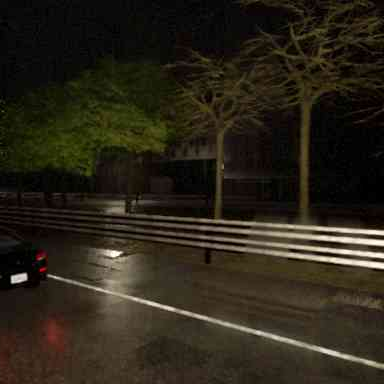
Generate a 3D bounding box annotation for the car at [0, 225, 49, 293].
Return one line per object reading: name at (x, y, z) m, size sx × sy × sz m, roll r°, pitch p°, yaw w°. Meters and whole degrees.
car at (-5.170, 1.463, 7.685) m, size 4.674 × 1.442 × 1.812 m, roll 1°, pitch 0°, yaw 36°
